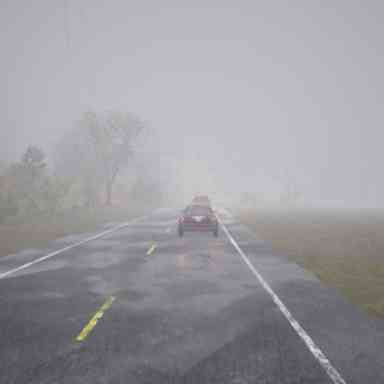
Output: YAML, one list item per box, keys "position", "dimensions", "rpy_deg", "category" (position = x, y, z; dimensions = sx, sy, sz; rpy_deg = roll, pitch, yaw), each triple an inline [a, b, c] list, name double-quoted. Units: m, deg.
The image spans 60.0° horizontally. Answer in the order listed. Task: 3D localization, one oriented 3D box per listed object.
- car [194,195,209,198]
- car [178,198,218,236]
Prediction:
- position: [1.161, 1.432, 39.928]
  dimensions: [2.150, 2.045, 5.566]
  rpy_deg: [0, -1, 3]
  category: "car"
- position: [0.372, 1.436, 19.140]
  dimensions: [2.097, 1.767, 4.553]
  rpy_deg: [0, 0, 1]
  category: "car"
